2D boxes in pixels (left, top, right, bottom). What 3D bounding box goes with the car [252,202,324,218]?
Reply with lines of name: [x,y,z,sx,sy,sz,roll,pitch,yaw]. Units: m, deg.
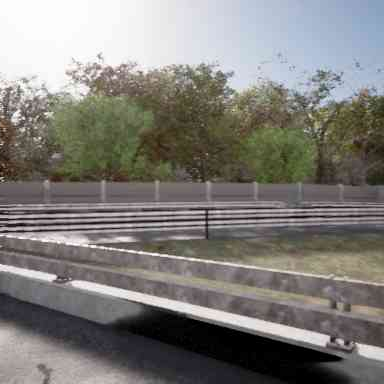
car: [6.456,1.427,22.471,5.008,1.535,1.882,0,0,-16]
